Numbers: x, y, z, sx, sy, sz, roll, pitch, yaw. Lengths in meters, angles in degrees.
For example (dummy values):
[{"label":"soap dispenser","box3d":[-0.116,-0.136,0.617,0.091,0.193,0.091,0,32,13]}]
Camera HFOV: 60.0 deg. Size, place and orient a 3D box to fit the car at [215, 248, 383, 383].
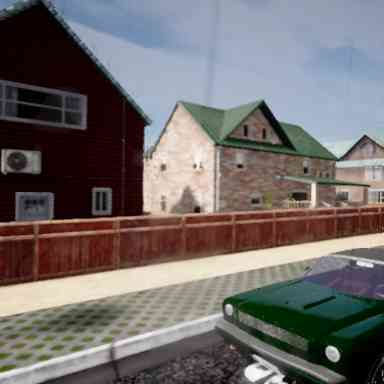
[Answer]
[{"label":"car","box3d":[2.643,1.610,4.953,4.718,1.301,1.895,0,0,-35]}]
